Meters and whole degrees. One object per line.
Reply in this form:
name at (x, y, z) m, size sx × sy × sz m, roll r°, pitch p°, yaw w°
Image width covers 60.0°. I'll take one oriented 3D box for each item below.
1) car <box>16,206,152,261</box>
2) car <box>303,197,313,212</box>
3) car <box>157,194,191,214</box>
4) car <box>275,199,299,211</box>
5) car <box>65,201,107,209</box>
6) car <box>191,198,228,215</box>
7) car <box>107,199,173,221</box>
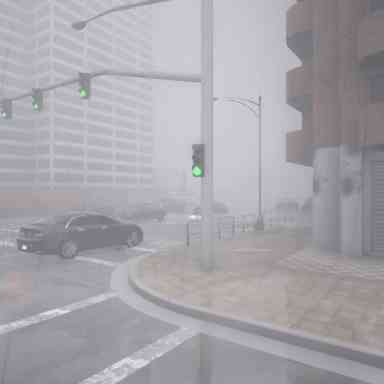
car at (-3.943, 1.505, 12.570) m, size 1.837 × 1.490 × 4.892 m, roll 0°, pitch 0°, yaw 35°
car at (14.527, 1.352, 38.682) m, size 2.097 × 1.767 × 4.553 m, roll 0°, pitch 0°, yaw 35°
car at (-2.541, 1.352, 33.063) m, size 2.097 × 1.767 × 4.553 m, roll 0°, pitch 0°, yaw 35°
car at (11.648, 1.526, 40.701) m, size 1.812 × 1.442 × 4.674 m, roll 0°, pitch 0°, yaw 35°
car at (-8.118, 1.478, 25.195) m, size 1.882 × 1.535 × 5.008 m, roll 0°, pitch 0°, yaw 35°
car at (1.881, 1.564, 33.234) m, size 1.994 × 1.385 × 4.181 m, roll 0°, pitch 0°, yaw 36°
car at (-3.817, 1.526, 25.182) m, size 1.812 × 1.442 × 4.674 m, roll 0°, pitch 0°, yaw 35°
